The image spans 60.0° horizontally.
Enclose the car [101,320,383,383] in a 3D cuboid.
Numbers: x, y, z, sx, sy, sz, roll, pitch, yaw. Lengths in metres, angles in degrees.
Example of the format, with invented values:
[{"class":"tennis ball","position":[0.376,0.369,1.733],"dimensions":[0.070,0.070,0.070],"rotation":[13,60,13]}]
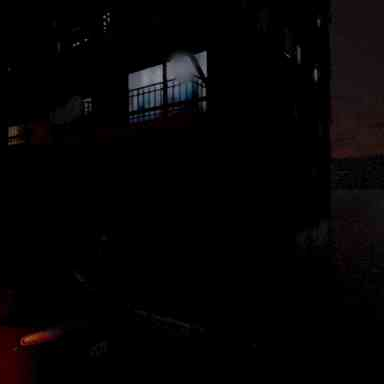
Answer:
[{"class":"car","position":[1.771,1.563,1.614],"dimensions":[4.313,1.339,1.947],"rotation":[0,0,35]}]

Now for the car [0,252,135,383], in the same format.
[{"class":"car","position":[-2.820,1.567,4.884],"dimensions":[4.507,1.381,1.887],"rotation":[0,0,35]}]
